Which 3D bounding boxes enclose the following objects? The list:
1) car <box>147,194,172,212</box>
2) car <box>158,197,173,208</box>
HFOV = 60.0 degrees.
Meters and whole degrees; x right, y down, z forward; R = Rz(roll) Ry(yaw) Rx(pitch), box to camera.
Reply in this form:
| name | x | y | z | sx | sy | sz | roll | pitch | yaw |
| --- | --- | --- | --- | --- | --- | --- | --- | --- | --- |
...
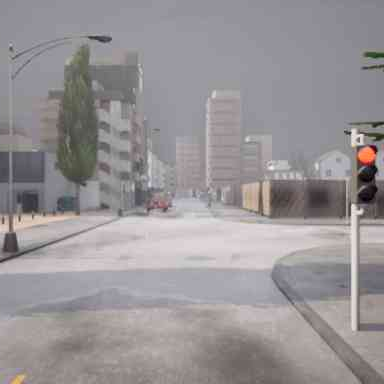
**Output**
| name | x | y | z | sx | sy | sz | roll | pitch | yaw |
| --- | --- | --- | --- | --- | --- | --- | --- | --- | --- |
| car | -3.986 | 1.212 | 39.365 | 2.150 | 2.045 | 5.566 | 0 | 0 | 0 |
| car | -3.948 | 1.492 | 49.803 | 1.837 | 1.490 | 4.892 | 0 | 0 | 0 |
